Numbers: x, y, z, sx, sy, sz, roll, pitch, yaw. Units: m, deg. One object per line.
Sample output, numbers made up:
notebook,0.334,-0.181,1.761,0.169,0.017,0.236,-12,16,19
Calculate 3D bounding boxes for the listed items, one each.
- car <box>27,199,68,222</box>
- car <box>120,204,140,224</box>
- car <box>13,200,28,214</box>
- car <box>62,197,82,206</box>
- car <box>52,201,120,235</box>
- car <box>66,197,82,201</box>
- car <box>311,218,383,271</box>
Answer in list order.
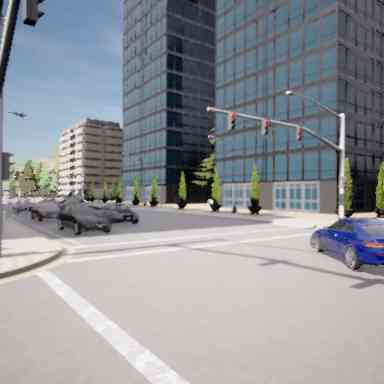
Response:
car,-11.491,1.521,26.413,1.812,1.442,4.674,1,0,-35
car,-5.413,1.586,23.901,1.994,1.385,4.181,1,0,-36
car,-17.598,1.560,35.143,1.994,1.385,4.181,1,0,-35
car,-21.304,1.627,59.098,2.033,1.411,5.357,1,0,-35
car,-6.144,1.501,18.911,1.837,1.490,4.892,1,0,-37
car,-11.258,1.528,32.179,1.837,1.490,4.892,1,0,-35
car,5.534,1.585,10.998,1.812,1.442,4.674,1,0,1
